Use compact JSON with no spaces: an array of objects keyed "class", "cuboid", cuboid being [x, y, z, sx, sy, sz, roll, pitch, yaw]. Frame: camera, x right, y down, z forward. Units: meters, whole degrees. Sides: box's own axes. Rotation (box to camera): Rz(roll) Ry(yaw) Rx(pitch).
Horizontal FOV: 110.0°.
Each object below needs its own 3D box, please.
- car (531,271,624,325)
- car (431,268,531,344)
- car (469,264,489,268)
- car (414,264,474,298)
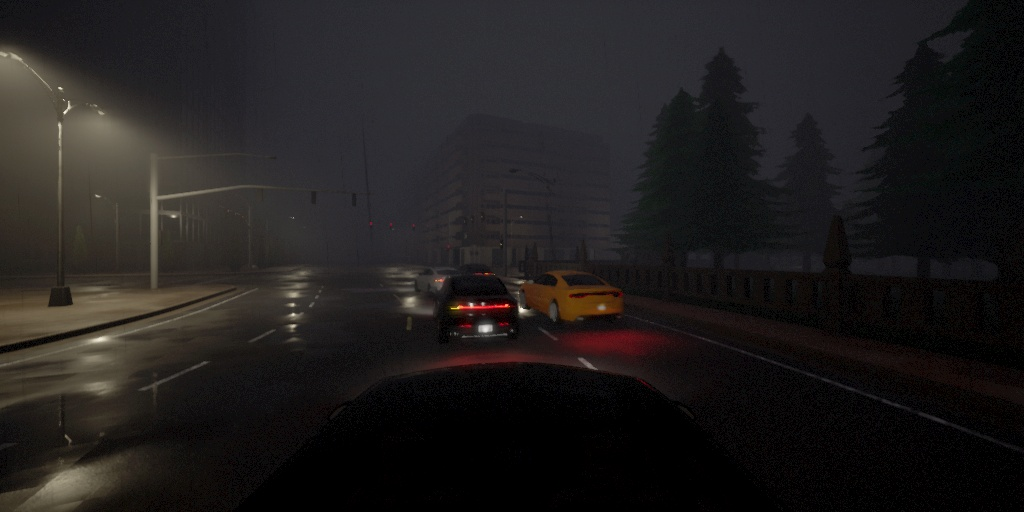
[{"class":"car","cuboid":[1.733,1.220,11.990,1.882,1.535,5.008,0,0,-16]},{"class":"car","cuboid":[-1.130,1.249,9.749,1.837,1.490,4.892,0,0,-14]},{"class":"car","cuboid":[-2.621,1.240,23.296,1.837,1.490,4.892,0,0,-23]},{"class":"car","cuboid":[-3.682,1.264,18.375,1.812,1.442,4.674,0,0,-27]}]
